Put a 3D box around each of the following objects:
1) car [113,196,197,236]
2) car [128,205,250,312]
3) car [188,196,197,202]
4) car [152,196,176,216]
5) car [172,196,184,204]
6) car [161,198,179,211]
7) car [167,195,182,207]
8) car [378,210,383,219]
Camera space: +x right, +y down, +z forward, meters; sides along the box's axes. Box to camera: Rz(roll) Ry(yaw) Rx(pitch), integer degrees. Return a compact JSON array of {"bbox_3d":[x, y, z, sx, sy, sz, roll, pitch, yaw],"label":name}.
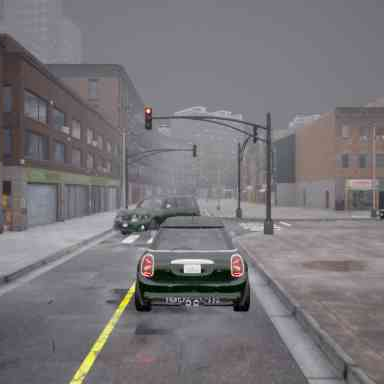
[{"bbox_3d":[-1.672,1.223,17.989,2.150,2.045,5.566,-1,-1,33],"label":"car"},{"bbox_3d":[0.022,1.352,7.888,2.097,1.767,4.553,0,0,0],"label":"car"},{"bbox_3d":[0.133,1.611,75.555,1.994,1.385,4.181,0,0,0],"label":"car"},{"bbox_3d":[-2.792,1.359,33.880,2.097,1.767,4.553,0,0,0],"label":"car"},{"bbox_3d":[-2.686,1.588,64.029,2.033,1.411,5.357,0,0,1],"label":"car"},{"bbox_3d":[-2.776,1.562,43.349,2.033,1.411,5.357,0,0,0],"label":"car"},{"bbox_3d":[-2.747,1.378,53.468,2.097,1.767,4.553,0,0,0],"label":"car"},{"bbox_3d":[15.726,1.506,23.222,4.718,1.301,1.895,0,0,0],"label":"car"}]
